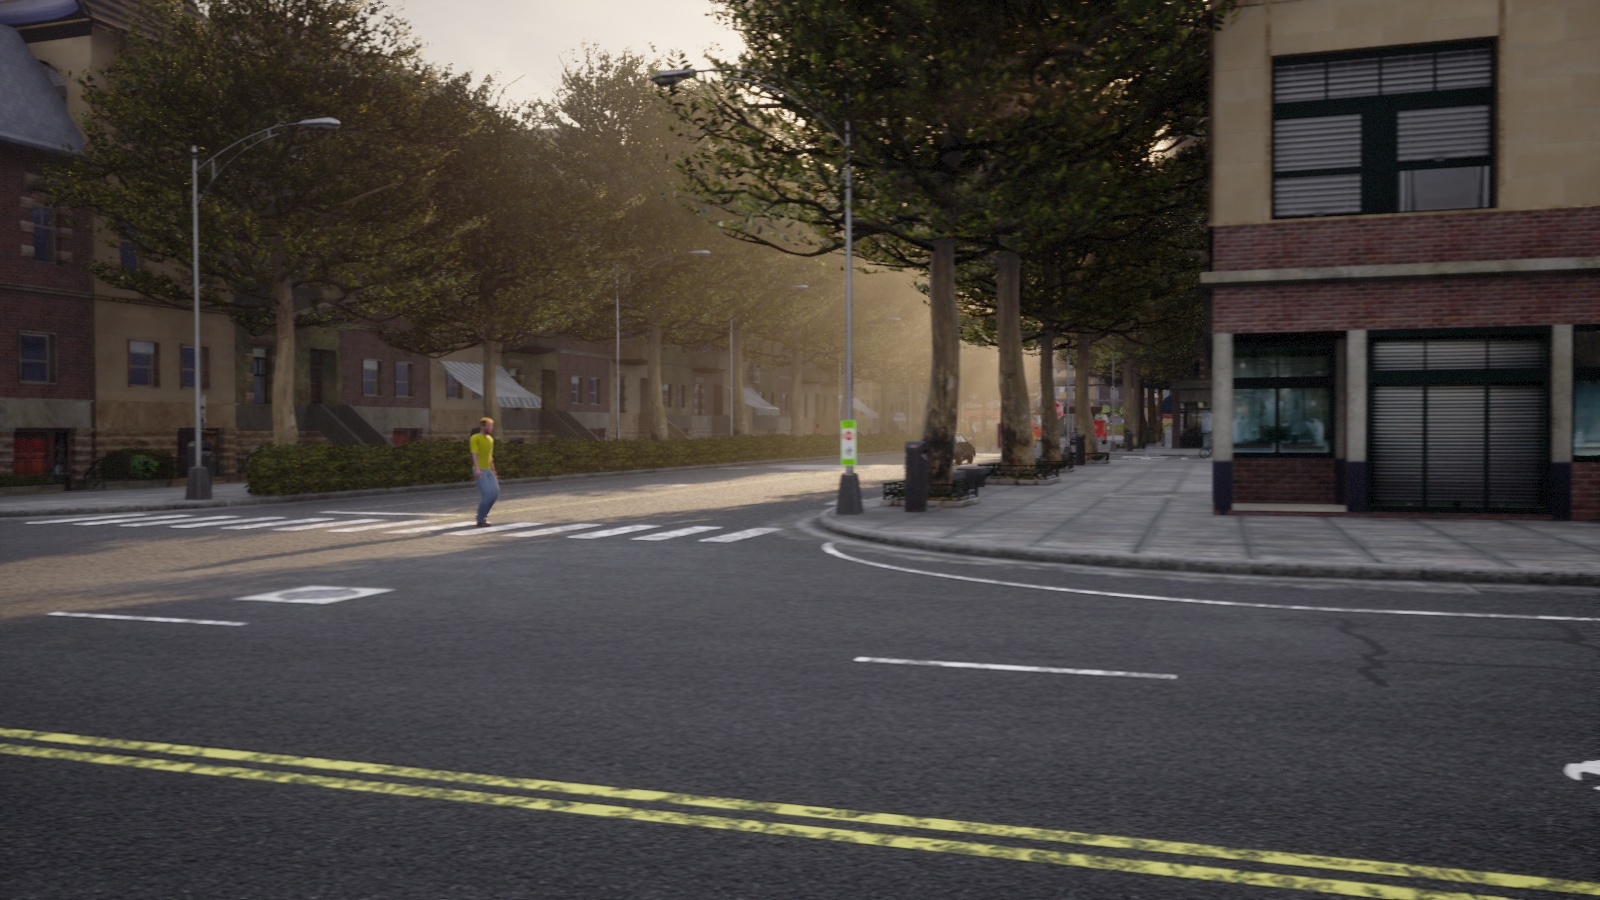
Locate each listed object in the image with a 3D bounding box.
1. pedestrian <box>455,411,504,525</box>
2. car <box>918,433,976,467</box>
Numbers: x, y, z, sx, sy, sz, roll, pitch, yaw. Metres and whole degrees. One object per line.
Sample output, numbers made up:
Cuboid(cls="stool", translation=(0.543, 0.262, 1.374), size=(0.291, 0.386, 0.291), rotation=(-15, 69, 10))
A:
Cuboid(cls="pedestrian", translation=(-5.228, 0.285, 20.495), size=(0.706, 1.836, 0.354), rotation=(1, 1, 22))
Cuboid(cls="car", translation=(6.686, -0.044, 56.777), size=(1.816, 1.474, 4.193), rotation=(1, 1, 18))
